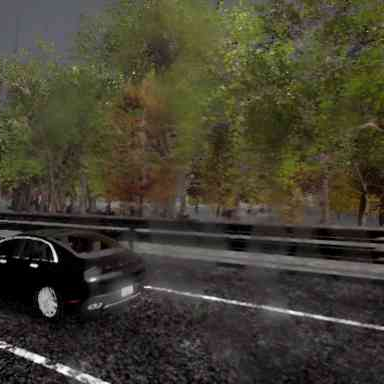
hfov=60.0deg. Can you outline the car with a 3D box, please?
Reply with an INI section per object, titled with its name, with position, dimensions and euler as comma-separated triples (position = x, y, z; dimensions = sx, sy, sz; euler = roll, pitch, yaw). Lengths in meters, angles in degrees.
[car]
position = -3.243, 1.583, 7.312
dimensions = 4.892, 1.490, 1.837
euler = -1, 0, 31
